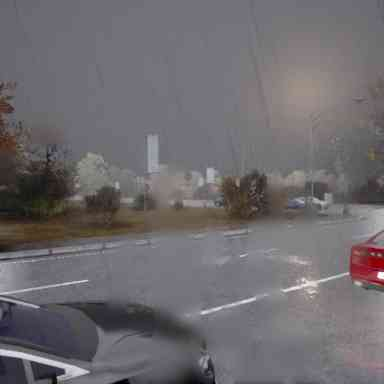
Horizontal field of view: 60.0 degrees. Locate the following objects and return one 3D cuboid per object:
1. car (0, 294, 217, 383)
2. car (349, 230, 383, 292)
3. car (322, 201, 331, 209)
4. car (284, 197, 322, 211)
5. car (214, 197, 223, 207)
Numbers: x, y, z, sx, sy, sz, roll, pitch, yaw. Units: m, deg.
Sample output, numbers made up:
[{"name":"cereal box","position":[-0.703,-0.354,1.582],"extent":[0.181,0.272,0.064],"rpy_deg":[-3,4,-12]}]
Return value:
[{"name":"car","position":[-2.007,1.492,2.299],"extent":[4.902,1.511,2.128],"rpy_deg":[0,0,-35]},{"name":"car","position":[5.709,1.445,7.814],"extent":[5.008,1.535,1.882],"rpy_deg":[0,0,-36]},{"name":"car","position":[13.898,1.280,39.162],"extent":[1.812,1.442,4.674],"rpy_deg":[-1,0,-39]},{"name":"car","position":[11.113,1.332,37.009],"extent":[2.033,1.411,5.357],"rpy_deg":[-1,0,-39]},{"name":"car","position":[5.056,1.294,44.561],"extent":[1.837,1.490,4.892],"rpy_deg":[-1,0,-39]}]
